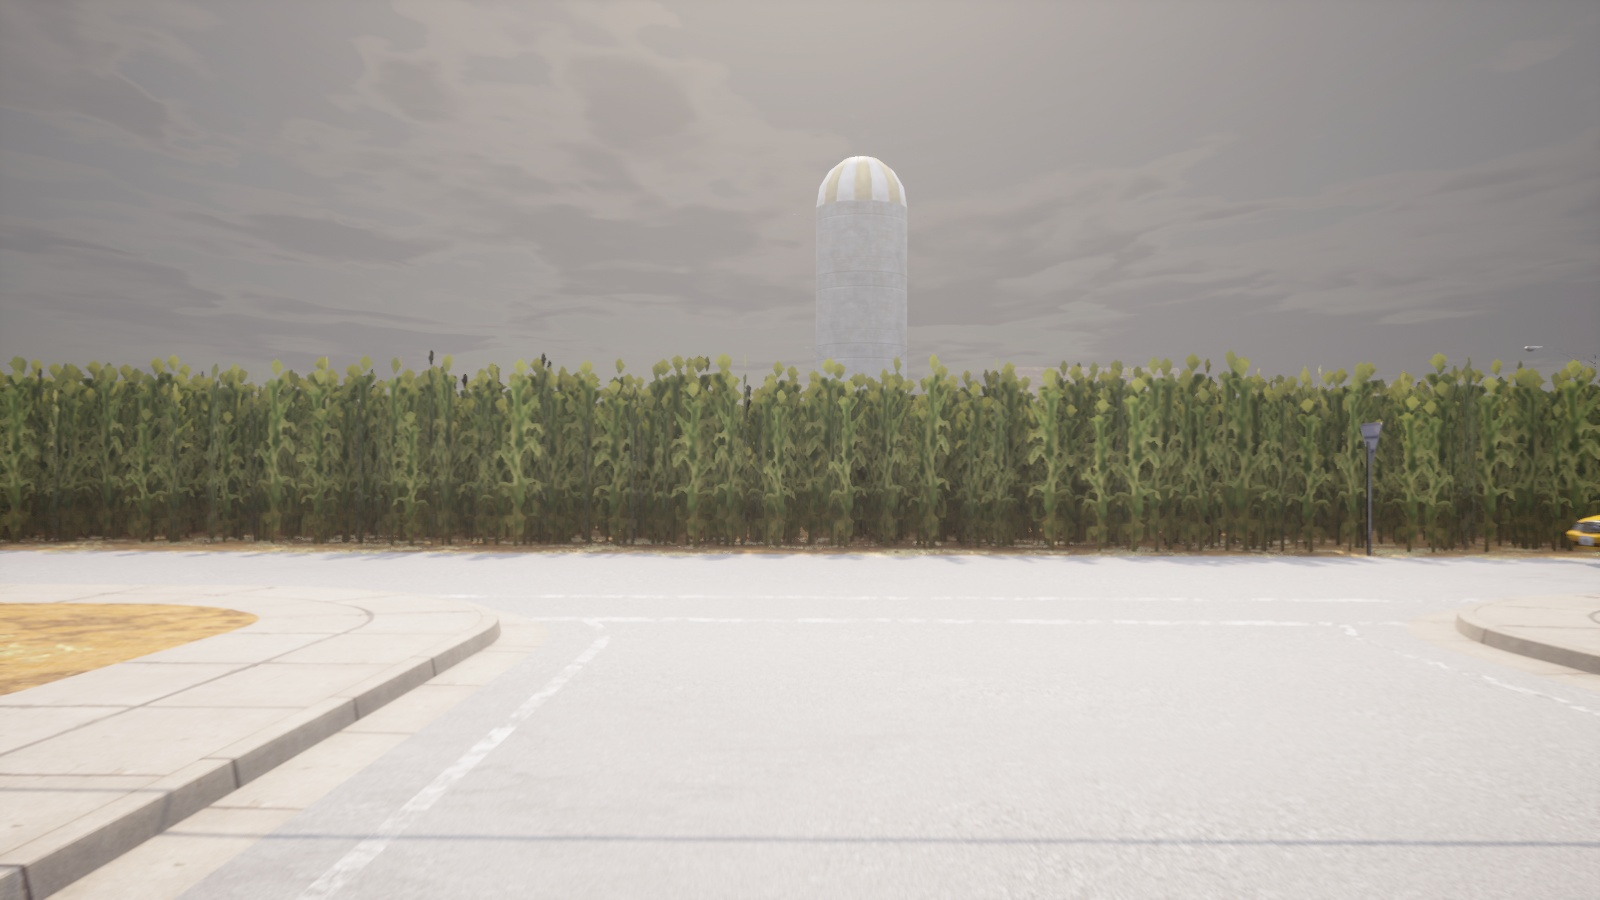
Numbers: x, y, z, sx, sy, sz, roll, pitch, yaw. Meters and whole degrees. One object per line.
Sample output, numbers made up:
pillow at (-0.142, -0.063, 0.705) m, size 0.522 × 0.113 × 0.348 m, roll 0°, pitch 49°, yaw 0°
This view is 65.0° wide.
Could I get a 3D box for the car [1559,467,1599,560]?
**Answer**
car at (16.258, 1.075, 21.533) m, size 5.366 × 1.575 × 1.801 m, roll 0°, pitch -1°, yaw 1°
